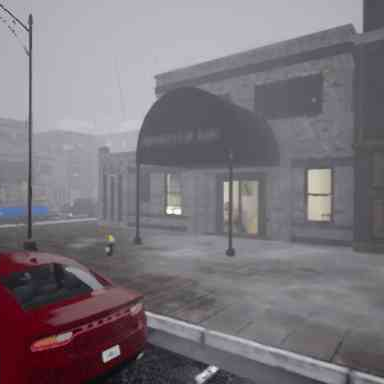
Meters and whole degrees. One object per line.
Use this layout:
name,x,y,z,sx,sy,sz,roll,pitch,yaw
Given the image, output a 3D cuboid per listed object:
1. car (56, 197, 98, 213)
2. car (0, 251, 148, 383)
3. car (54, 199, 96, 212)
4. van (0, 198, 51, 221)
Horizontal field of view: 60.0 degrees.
car,-12.840,1.428,38.748,2.097,1.767,4.553,0,0,35
car,-2.657,1.547,4.762,4.507,1.381,1.887,0,0,35
car,-14.355,1.588,41.104,1.752,1.417,4.829,0,0,35
van,-13.751,1.428,27.375,1.690,1.788,3.998,0,0,35
